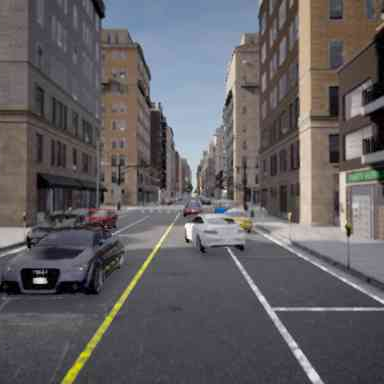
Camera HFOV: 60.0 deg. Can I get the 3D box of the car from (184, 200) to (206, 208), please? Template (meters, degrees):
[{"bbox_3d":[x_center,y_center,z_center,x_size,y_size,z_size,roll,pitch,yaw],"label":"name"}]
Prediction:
[{"bbox_3d":[0.118,1.829,34.712,1.994,1.385,4.181,0,-1,0],"label":"car"}]

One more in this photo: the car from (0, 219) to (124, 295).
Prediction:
[{"bbox_3d":[-3.093,1.633,8.760,1.994,1.385,4.181,0,0,0],"label":"car"}]

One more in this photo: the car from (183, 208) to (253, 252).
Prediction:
[{"bbox_3d":[0.874,1.638,14.435,1.812,1.442,4.674,0,0,-12],"label":"car"}]

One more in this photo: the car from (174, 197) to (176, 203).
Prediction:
[{"bbox_3d":[-5.408,2.138,75.503,1.947,1.339,4.313,1,0,1],"label":"car"}]

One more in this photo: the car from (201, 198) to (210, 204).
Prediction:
[{"bbox_3d":[3.191,2.161,80.924,2.008,1.369,4.403,1,0,1],"label":"car"}]

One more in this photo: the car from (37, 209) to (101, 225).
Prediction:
[{"bbox_3d":[-5.839,1.684,15.192,1.947,1.339,4.313,1,0,0],"label":"car"}]

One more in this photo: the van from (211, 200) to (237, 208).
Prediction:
[{"bbox_3d":[2.698,1.545,26.530,1.690,1.788,3.998,1,0,0],"label":"van"}]

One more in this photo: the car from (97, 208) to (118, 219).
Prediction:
[{"bbox_3d":[-5.834,1.706,20.864,1.887,1.381,4.507,1,0,0],"label":"car"}]

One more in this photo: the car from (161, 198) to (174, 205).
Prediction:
[{"bbox_3d":[-5.483,2.113,69.975,1.802,1.307,4.206,1,0,1],"label":"car"}]

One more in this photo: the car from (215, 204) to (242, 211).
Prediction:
[{"bbox_3d":[2.692,1.688,21.025,1.752,1.417,4.829,1,0,0],"label":"car"}]

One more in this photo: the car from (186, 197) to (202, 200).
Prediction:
[{"bbox_3d":[0.253,1.942,54.540,1.812,1.442,4.674,0,-1,1],"label":"car"}]

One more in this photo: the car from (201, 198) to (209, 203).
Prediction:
[{"bbox_3d":[3.266,2.195,86.454,1.887,1.381,4.507,1,0,1],"label":"car"}]

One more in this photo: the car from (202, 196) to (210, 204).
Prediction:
[{"bbox_3d":[3.042,2.095,69.864,1.947,1.339,4.313,1,0,1],"label":"car"}]

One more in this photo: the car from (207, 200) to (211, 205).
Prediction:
[{"bbox_3d":[2.700,1.774,32.372,1.752,1.417,4.829,1,0,0],"label":"car"}]
